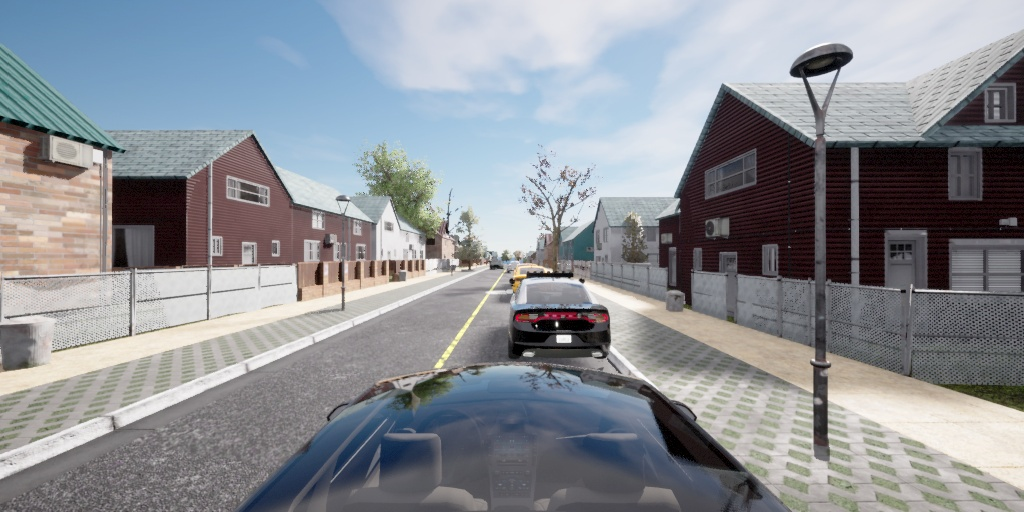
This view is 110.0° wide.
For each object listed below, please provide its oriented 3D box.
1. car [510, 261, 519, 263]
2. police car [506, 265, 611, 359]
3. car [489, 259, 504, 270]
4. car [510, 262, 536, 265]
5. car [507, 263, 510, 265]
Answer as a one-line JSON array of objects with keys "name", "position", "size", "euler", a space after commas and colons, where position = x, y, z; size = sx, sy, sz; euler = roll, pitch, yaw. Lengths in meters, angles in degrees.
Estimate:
[{"name": "car", "position": [1.001, 1.250, 24.446], "size": [1.882, 1.535, 5.008], "euler": [0, 0, 0]}, {"name": "police car", "position": [0.883, 1.176, 8.555], "size": [1.930, 1.638, 5.238], "euler": [0, 0, 0]}, {"name": "car", "position": [-2.351, 1.266, 54.869], "size": [2.097, 1.767, 4.553], "euler": [0, 0, 0]}, {"name": "car", "position": [0.956, 1.238, 18.445], "size": [1.882, 1.535, 5.008], "euler": [0, 0, 0]}, {"name": "car", "position": [0.365, 1.383, 45.720], "size": [1.812, 1.442, 4.674], "euler": [0, 0, 1]}]
